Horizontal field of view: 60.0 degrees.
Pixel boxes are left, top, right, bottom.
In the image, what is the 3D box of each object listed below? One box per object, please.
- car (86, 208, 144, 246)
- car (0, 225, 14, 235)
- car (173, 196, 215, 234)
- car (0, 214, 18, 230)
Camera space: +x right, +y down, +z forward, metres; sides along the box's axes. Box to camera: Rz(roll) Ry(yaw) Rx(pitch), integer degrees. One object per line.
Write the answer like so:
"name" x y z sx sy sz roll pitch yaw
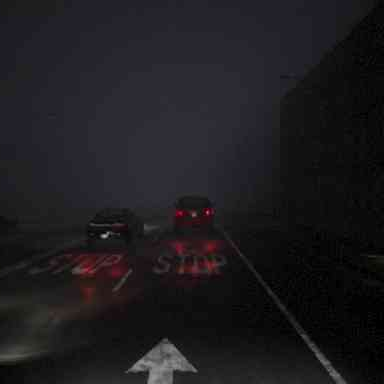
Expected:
"car" -3.400 1.492 15.330 2.128 1.511 4.902 0 0 0
"car" -3.403 1.351 2.052 2.097 1.767 4.553 0 0 0
"car" 0.102 1.221 19.257 2.150 2.045 5.566 0 0 0
"car" -10.499 1.666 16.085 1.895 1.301 4.718 0 0 0
